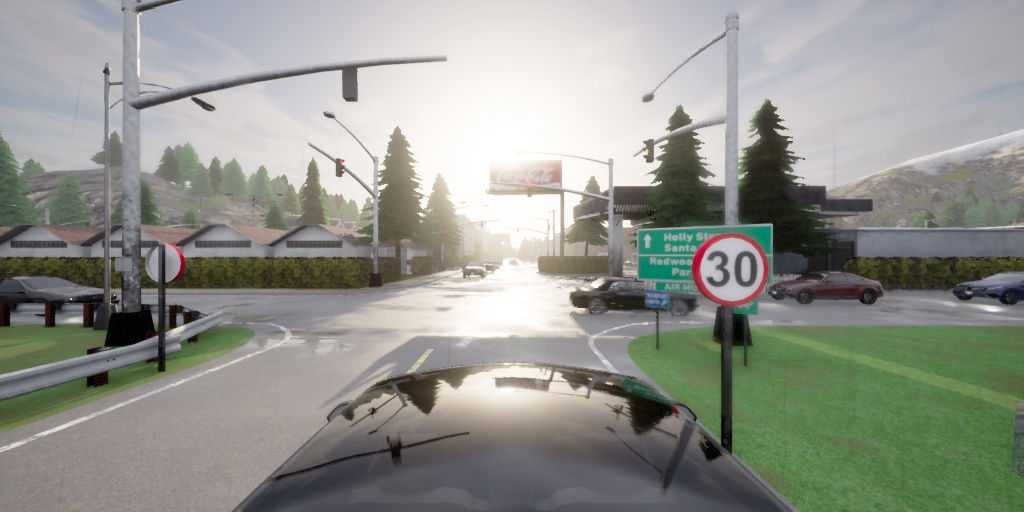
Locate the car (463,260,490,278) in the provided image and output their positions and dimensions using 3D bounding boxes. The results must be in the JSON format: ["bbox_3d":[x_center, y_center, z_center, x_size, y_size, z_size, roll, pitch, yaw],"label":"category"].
[{"bbox_3d":[-3.459,1.291,33.806,1.812,1.442,4.674,1,-1,1],"label":"car"}]

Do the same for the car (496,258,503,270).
[{"bbox_3d":[-4.270,1.423,50.899,5.357,1.411,2.033,0,1,0],"label":"car"}]

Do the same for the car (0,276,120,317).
[{"bbox_3d":[-18.502,1.489,13.733,5.357,1.411,2.033,0,0,1],"label":"car"}]

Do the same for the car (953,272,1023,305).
[{"bbox_3d":[23.935,1.467,16.928,4.674,1.442,1.812,0,0,1],"label":"car"}]

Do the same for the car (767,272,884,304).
[{"bbox_3d":[14.802,1.467,17.022,4.674,1.442,1.812,0,0,0],"label":"car"}]

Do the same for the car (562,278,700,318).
[{"bbox_3d":[4.358,1.513,13.466,4.718,1.301,1.895,1,0,1],"label":"car"}]

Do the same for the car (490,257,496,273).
[{"bbox_3d":[-3.184,1.269,44.097,1.882,1.535,5.008,0,-1,-3],"label":"car"}]
